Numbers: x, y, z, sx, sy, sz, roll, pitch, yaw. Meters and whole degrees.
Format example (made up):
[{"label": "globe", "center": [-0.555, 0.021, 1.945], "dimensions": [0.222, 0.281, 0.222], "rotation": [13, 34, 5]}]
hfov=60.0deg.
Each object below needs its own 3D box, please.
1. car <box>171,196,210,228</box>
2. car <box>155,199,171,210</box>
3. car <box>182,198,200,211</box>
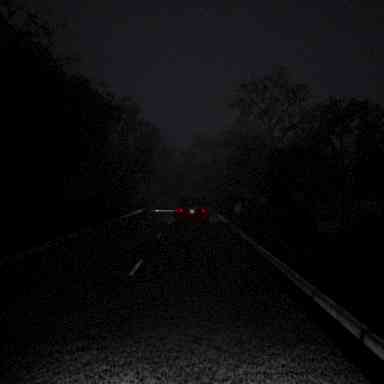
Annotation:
[{"label": "car", "center": [-0.004, 1.246, 22.422], "dimensions": [2.150, 2.045, 5.566], "rotation": [0, 0, 0]}, {"label": "car", "center": [-3.566, 1.582, 42.987], "dimensions": [1.994, 1.385, 4.181], "rotation": [0, 0, 0]}, {"label": "car", "center": [-0.103, 1.510, 42.369], "dimensions": [2.128, 1.511, 4.902], "rotation": [0, 0, 0]}]
